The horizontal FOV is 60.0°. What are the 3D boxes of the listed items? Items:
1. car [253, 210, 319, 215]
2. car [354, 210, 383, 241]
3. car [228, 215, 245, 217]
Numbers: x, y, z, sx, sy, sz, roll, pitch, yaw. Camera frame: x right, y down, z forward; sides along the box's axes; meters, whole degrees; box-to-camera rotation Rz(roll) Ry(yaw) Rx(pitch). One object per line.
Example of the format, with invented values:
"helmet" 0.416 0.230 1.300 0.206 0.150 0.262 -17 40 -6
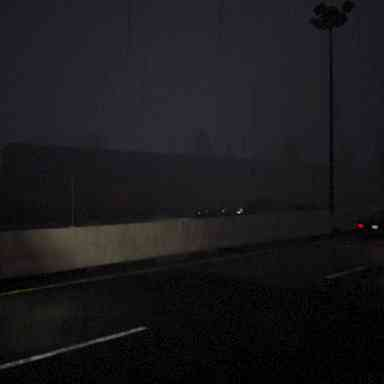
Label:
"car" 6.763 1.438 21.836 5.357 1.411 2.033 -1 0 -36
"car" 9.388 1.445 14.850 5.357 1.411 2.033 -1 0 -36
"car" 4.299 1.250 24.373 4.553 1.767 2.097 0 0 -36
